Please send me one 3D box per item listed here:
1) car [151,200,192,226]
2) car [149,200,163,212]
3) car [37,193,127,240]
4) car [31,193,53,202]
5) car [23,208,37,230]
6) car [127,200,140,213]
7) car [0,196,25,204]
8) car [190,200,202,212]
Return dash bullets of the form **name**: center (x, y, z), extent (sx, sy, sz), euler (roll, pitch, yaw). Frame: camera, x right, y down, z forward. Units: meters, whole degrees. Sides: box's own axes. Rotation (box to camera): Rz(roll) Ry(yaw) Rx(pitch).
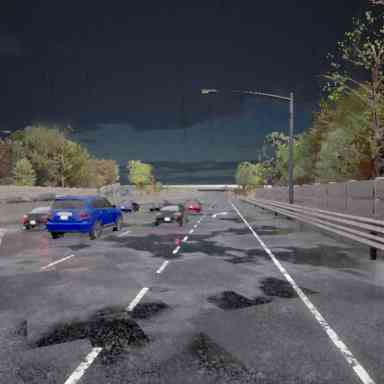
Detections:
- **car**: center (-1.322, 1.526, 23.035), extent (1.812, 1.442, 4.674), euler (0, 0, 5)
- **car**: center (-3.493, 1.551, 37.580), extent (2.033, 1.411, 5.357), euler (0, 0, 5)
- **car**: center (-5.365, 1.221, 17.306), extent (2.150, 2.045, 5.566), euler (0, 0, 5)
- **car**: center (-26.260, 1.245, 59.077), extent (2.150, 2.045, 5.566), euler (0, 0, 6)
- **car**: center (-8.569, 1.525, 20.683), extent (1.812, 1.442, 4.674), euler (0, 0, 5)
- **car**: center (-7.087, 1.567, 36.724), extent (1.994, 1.385, 4.181), euler (0, 0, 5)
- **car**: center (-24.200, 1.358, 43.908), extent (2.097, 1.767, 4.553), euler (0, 0, 6)
- **car**: center (0.097, 1.568, 38.412), extent (1.994, 1.385, 4.181), euler (0, 0, 5)
